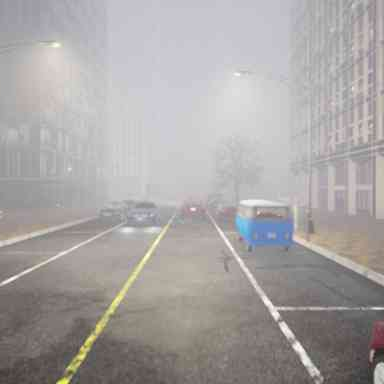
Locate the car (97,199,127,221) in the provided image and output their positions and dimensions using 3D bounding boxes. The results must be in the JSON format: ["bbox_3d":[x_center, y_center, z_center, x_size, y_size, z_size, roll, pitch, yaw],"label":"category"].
[{"bbox_3d":[-5.692,1.342,24.496,2.008,1.369,4.403,0,0,0],"label":"car"}]

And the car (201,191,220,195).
[{"bbox_3d":[2.687,0.950,41.585,2.192,1.841,5.009,0,1,0],"label":"car"}]

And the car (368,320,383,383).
[{"bbox_3d":[2.691,1.530,1.708,1.887,1.381,4.507,0,0,0],"label":"car"}]

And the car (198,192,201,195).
[{"bbox_3d":[0.093,1.133,42.227,2.163,1.488,4.792,0,1,0],"label":"car"}]

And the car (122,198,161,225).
[{"bbox_3d":[-3.102,1.337,22.217,1.812,1.442,4.674,0,0,0],"label":"car"}]

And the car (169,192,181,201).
[{"bbox_3d":[-3.010,0.866,64.230,2.033,1.411,5.357,0,1,0],"label":"car"}]

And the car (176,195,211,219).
[{"bbox_3d":[0.096,1.279,26.273,2.163,1.488,4.792,0,1,0],"label":"car"}]

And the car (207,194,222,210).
[{"bbox_3d":[2.687,1.254,35.891,1.947,1.339,4.313,0,1,0],"label":"car"}]

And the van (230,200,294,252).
[{"bbox_3d":[2.691,1.231,13.099,1.690,1.788,3.998,0,0,0],"label":"van"}]

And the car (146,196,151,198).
[{"bbox_3d":[-5.694,1.162,41.417,1.752,1.417,4.829,0,1,0],"label":"car"}]

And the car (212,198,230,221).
[{"bbox_3d":[2.688,1.373,24.498,1.802,1.307,4.206,0,1,0],"label":"car"}]

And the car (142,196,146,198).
[{"bbox_3d":[-5.692,1.306,30.192,1.947,1.339,4.313,0,1,0],"label":"car"}]
